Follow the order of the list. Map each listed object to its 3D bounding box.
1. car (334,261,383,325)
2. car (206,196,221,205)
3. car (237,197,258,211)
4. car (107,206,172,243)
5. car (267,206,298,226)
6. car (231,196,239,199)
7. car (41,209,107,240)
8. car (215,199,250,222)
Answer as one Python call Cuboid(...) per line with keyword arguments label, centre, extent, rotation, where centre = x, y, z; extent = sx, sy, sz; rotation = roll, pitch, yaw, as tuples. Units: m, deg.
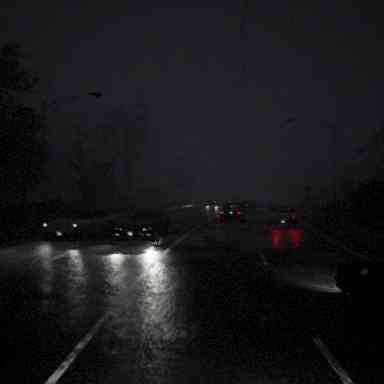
Cuboid(label="car", centre=(3.801, 1.558, 4.562), extent=(2.033, 1.411, 5.357), rotation=(0, 0, 3))
Cuboid(label="car", centre=(3.759, 1.507, 56.403), extent=(1.837, 1.490, 4.892), rotation=(0, 0, 16))
Cuboid(label="car", centre=(7.260, 1.586, 42.351), extent=(1.994, 1.385, 4.181), rotation=(0, 0, 15))
Cuboid(label="car", centre=(-2.227, 1.496, 16.278), extent=(1.837, 1.490, 4.892), rotation=(0, 0, 8))
Cuboid(label="car", centre=(6.325, 1.623, 23.712), extent=(1.895, 1.301, 4.718), rotation=(0, 0, 11))
Cuboid(label="car", centre=(7.531, 1.522, 56.803), extent=(1.837, 1.490, 4.892), rotation=(0, 0, 17))
Cuboid(label="car", centre=(-5.660, 1.580, 17.147), extent=(1.895, 1.301, 4.718), rotation=(0, 0, 9))
Cuboid(label="car", centre=(3.331, 1.557, 26.544), extent=(2.033, 1.411, 5.357), rotation=(0, 0, 12))
